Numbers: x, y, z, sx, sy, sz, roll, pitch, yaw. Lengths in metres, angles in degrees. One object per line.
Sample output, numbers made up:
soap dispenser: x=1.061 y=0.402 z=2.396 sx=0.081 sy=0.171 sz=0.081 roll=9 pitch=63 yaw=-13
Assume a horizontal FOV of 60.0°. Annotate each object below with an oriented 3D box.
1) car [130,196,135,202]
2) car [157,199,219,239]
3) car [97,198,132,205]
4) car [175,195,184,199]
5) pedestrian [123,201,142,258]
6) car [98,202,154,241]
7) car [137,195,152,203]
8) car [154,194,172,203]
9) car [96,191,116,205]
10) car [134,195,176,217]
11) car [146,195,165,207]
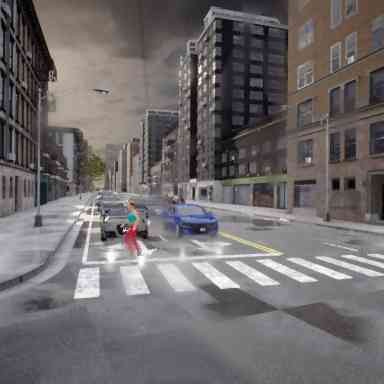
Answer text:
car: x=-5.893 y=1.204 z=36.529 sx=1.837 sy=1.490 sz=4.892 roll=1 pitch=0 yaw=-16
car: x=-0.220 y=1.337 z=16.797 sx=1.882 sy=1.535 sz=5.008 roll=1 pitch=0 yaw=-16
car: x=-5.684 y=1.363 z=24.022 sx=1.895 sy=1.301 sz=4.718 roll=1 pitch=0 yaw=-16
car: x=-2.166 y=1.213 z=47.536 sx=1.812 sy=1.442 sz=4.674 roll=1 pitch=0 yaw=-15
pedestrian: x=-1.932 y=1.159 z=10.698 sx=0.375 sy=1.860 sz=0.375 roll=1 pitch=0 yaw=-16
car: x=-3.260 y=1.393 z=15.599 sx=1.994 sy=1.385 sz=4.181 roll=1 pitch=0 yaw=-16
car: x=-8.122 y=1.168 z=56.326 sx=1.895 sy=1.301 sz=4.718 roll=1 pitch=0 yaw=-16
car: x=-4.991 y=1.148 z=57.196 sx=2.033 sy=1.411 sz=5.357 roll=1 pitch=0 yaw=-16
car: x=-8.448 y=1.035 z=33.660 sx=2.097 sy=1.767 sz=4.553 roll=1 pitch=0 yaw=-16
car: x=-3.062 y=1.272 z=26.658 sx=2.128 sy=1.511 sz=4.902 roll=1 pitch=0 yaw=-16
car: x=-5.200 y=1.162 z=46.364 sx=1.837 sy=1.490 sz=4.892 roll=1 pitch=0 yaw=-16
